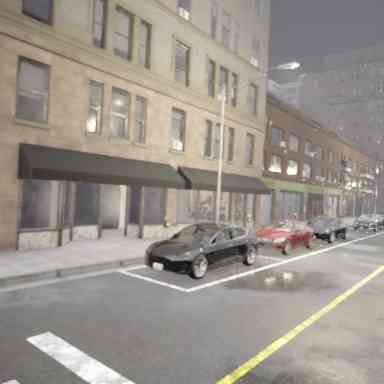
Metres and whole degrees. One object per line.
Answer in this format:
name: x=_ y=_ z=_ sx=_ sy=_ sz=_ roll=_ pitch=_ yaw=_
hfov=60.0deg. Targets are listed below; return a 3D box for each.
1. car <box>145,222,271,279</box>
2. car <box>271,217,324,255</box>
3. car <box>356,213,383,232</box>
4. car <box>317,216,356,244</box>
car: x=0.503 y=1.665 z=10.424 sx=1.947 sy=1.339 sz=4.313 roll=3 pitch=-1 yaw=39
car: x=4.103 y=1.895 z=14.814 sx=1.802 sy=1.307 sz=4.206 roll=3 pitch=-1 yaw=39
car: x=14.907 y=2.503 z=27.986 sx=2.008 sy=1.369 sz=4.403 roll=3 pitch=-1 yaw=39
car: x=7.705 y=2.092 z=19.205 sx=1.947 sy=1.339 sz=4.313 roll=3 pitch=-1 yaw=39
